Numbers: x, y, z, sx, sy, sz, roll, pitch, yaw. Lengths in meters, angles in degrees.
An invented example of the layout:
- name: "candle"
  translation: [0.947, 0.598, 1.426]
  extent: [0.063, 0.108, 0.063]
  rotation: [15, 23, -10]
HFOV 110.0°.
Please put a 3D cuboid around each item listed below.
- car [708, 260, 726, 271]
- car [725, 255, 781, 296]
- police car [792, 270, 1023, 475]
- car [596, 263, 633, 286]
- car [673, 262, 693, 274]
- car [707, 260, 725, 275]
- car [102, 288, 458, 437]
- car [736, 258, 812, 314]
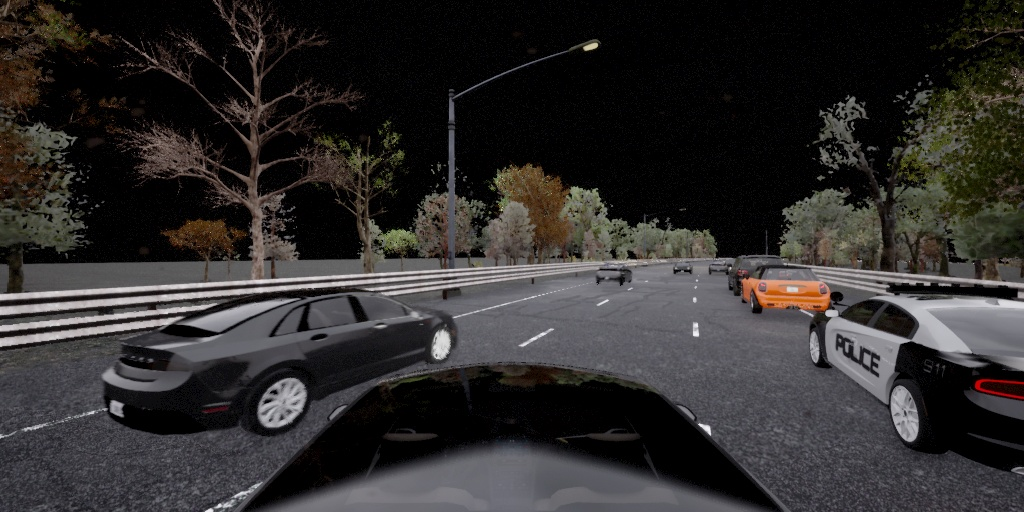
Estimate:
- name: "car"
  translation: [29.119, 1.333, 50.884]
  extent: [2.033, 1.411, 5.357]
  rotation: [0, 0, 30]
- name: "car"
  translation: [12.723, 0.978, 18.754]
  extent: [2.150, 2.045, 5.566]
  rotation: [0, 0, 27]
- name: "police car"
  translation: [5.627, 1.175, 4.727]
  extent: [1.930, 1.638, 5.238]
  rotation: [0, 0, 26]
- name: "car"
  translation: [7.355, 1.246, 25.602]
  extent: [2.128, 1.511, 4.902]
  rotation: [0, 0, 28]
- name: "car"
  translation: [19.486, 1.369, 40.715]
  extent: [1.895, 1.301, 4.718]
  rotation: [0, 0, 29]
- name: "car"
  translation: [22.610, 1.261, 39.273]
  extent: [2.128, 1.511, 4.902]
  rotation: [0, 0, 30]
- name: "car"
  translation: [-2.757, 1.252, 5.651]
  extent: [1.837, 1.490, 4.892]
  rotation: [0, -1, 26]
- name: "car"
  translation: [9.987, 1.102, 13.431]
  extent: [2.097, 1.767, 4.553]
  rotation: [0, 0, 27]
